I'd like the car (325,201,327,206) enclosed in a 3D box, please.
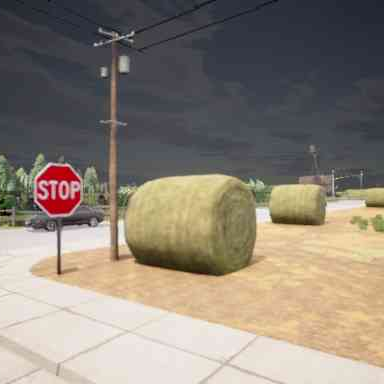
[{"bbox_3d":[17.457,1.519,46.873,1.837,1.490,4.892,0,0,38],"label":"car"}]

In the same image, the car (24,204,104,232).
[{"bbox_3d":[-7.863,1.538,20.766,1.837,1.490,4.892,0,0,38],"label":"car"}]
